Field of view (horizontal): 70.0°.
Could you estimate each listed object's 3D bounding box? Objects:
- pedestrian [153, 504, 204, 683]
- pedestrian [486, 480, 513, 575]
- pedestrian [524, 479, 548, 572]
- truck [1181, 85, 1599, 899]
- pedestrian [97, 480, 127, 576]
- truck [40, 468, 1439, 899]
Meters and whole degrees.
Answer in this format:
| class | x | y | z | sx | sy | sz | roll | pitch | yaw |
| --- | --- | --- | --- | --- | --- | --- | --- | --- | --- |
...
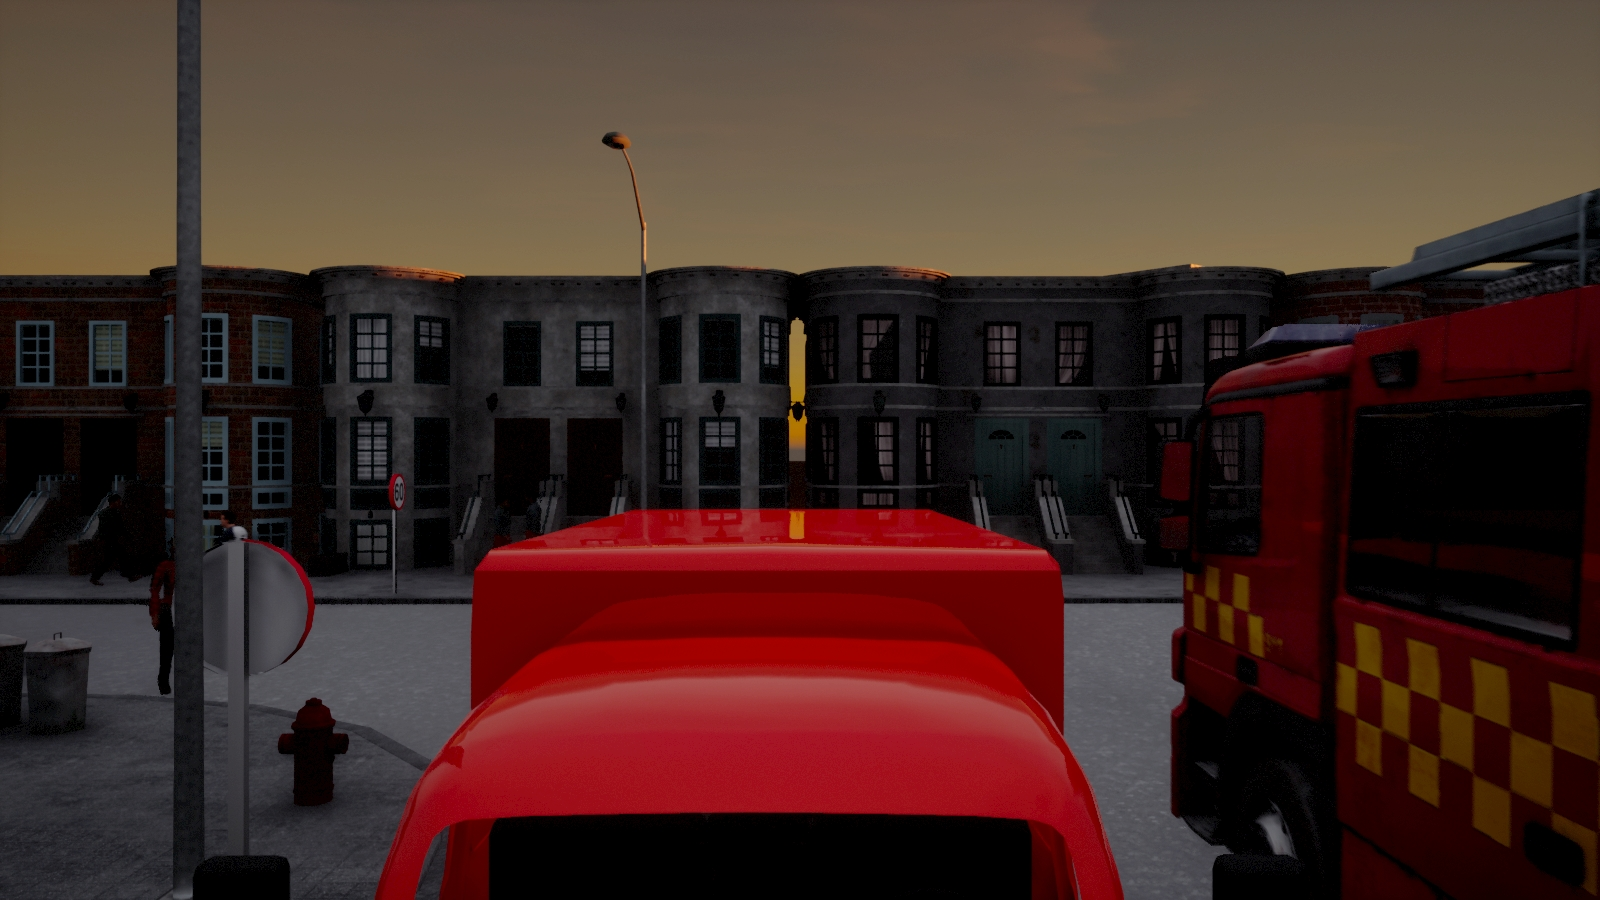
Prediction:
| class | x | y | z | sx | sy | sz | roll | pitch | yaw |
| --- | --- | --- | --- | --- | --- | --- | --- | --- | --- |
| pedestrian | -6.708 | 1.527 | 12.338 | 0.375 | 1.860 | 0.375 | 0 | 0 | 41 |
| pedestrian | -5.953 | 1.524 | 22.649 | 0.375 | 1.860 | 0.375 | 0 | 0 | 17 |
| pedestrian | -5.349 | 1.526 | 23.152 | 0.375 | 1.860 | 0.375 | 0 | 0 | 5 |
| truck | 4.169 | 0.671 | 3.857 | 2.891 | 3.827 | 8.468 | 0 | 0 | 0 |
| pedestrian | -13.536 | 1.524 | 22.480 | 0.375 | 1.860 | 0.375 | 0 | 0 | -5 |
| truck | -0.117 | 1.349 | 4.747 | 2.627 | 2.467 | 5.204 | 0 | 0 | 0 |
